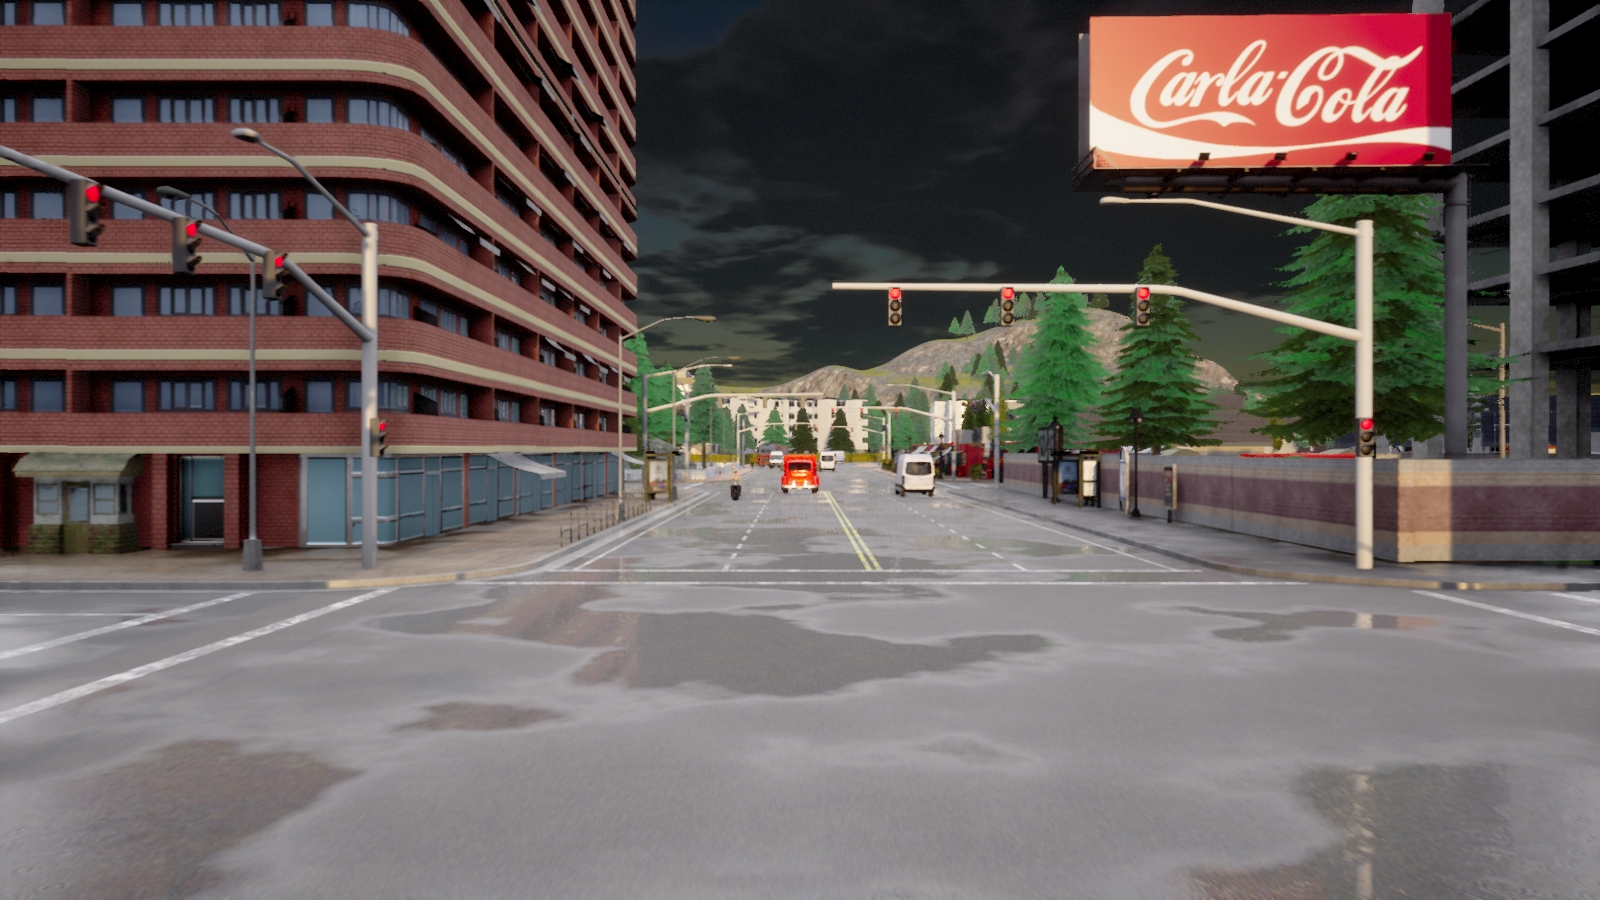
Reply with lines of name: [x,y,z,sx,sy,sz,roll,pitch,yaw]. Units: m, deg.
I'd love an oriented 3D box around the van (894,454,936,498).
van: [6.983,1.522,70.003,1.988,2.561,5.915,0,0,0]

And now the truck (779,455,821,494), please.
truck: [0.012,1.558,74.117,2.627,2.467,5.204,0,0,1]
